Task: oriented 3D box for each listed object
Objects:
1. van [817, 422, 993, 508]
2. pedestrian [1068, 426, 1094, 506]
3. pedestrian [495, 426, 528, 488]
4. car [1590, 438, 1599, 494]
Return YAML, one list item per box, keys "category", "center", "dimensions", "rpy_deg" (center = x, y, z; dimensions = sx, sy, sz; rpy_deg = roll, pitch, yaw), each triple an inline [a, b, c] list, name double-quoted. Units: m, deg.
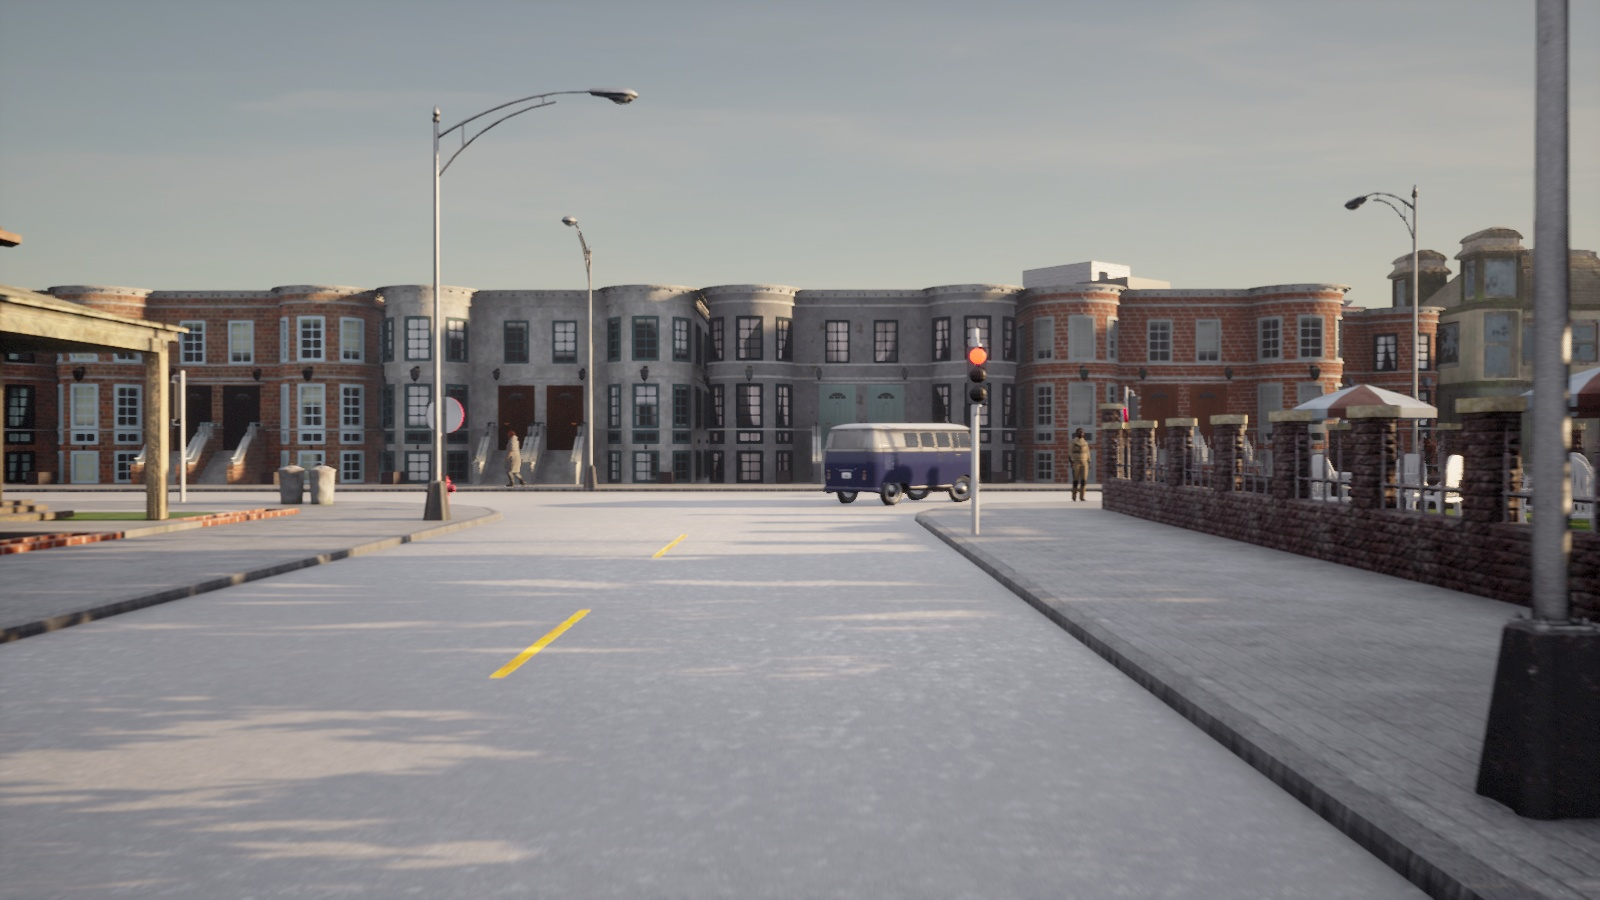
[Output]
- category: "van"
  center: [2.647, 0.328, 30.959]
  dimensions: [4.442, 1.987, 1.775]
  rpy_deg: [0, 0, -42]
- category: "pedestrian"
  center: [6.782, 0.381, 30.348]
  dimensions: [0.396, 1.930, 0.692]
  rpy_deg: [0, 0, -8]
- category: "pedestrian"
  center: [-9.189, 0.223, 39.965]
  dimensions: [0.873, 1.952, 0.659]
  rpy_deg: [0, 0, 4]
- category: "car"
  center: [25.125, 0.463, 35.845]
  dimensions: [3.988, 1.617, 1.851]
  rpy_deg: [0, 0, 0]
